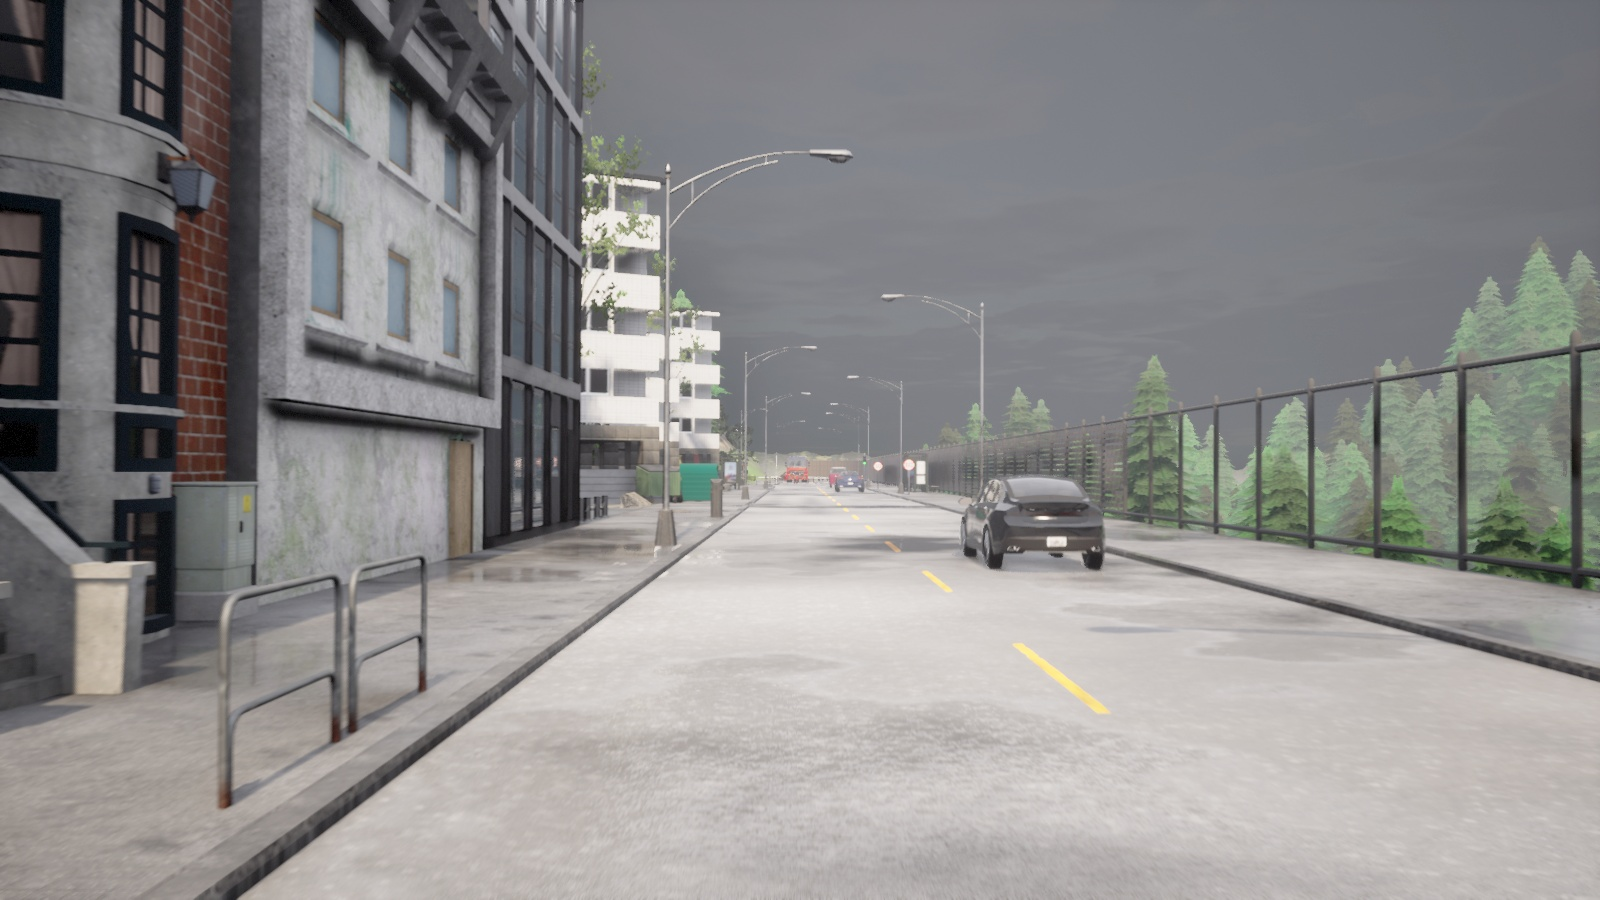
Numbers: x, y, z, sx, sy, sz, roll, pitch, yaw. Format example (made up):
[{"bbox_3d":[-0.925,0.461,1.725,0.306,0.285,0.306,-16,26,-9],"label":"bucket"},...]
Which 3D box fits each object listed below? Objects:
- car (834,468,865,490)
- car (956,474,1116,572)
[{"bbox_3d":[3.752,2.181,95.753,2.152,1.651,5.027,0,-1,0],"label":"car"},{"bbox_3d":[3.942,1.168,21.778,1.837,1.490,4.892,0,-1,0],"label":"car"}]
